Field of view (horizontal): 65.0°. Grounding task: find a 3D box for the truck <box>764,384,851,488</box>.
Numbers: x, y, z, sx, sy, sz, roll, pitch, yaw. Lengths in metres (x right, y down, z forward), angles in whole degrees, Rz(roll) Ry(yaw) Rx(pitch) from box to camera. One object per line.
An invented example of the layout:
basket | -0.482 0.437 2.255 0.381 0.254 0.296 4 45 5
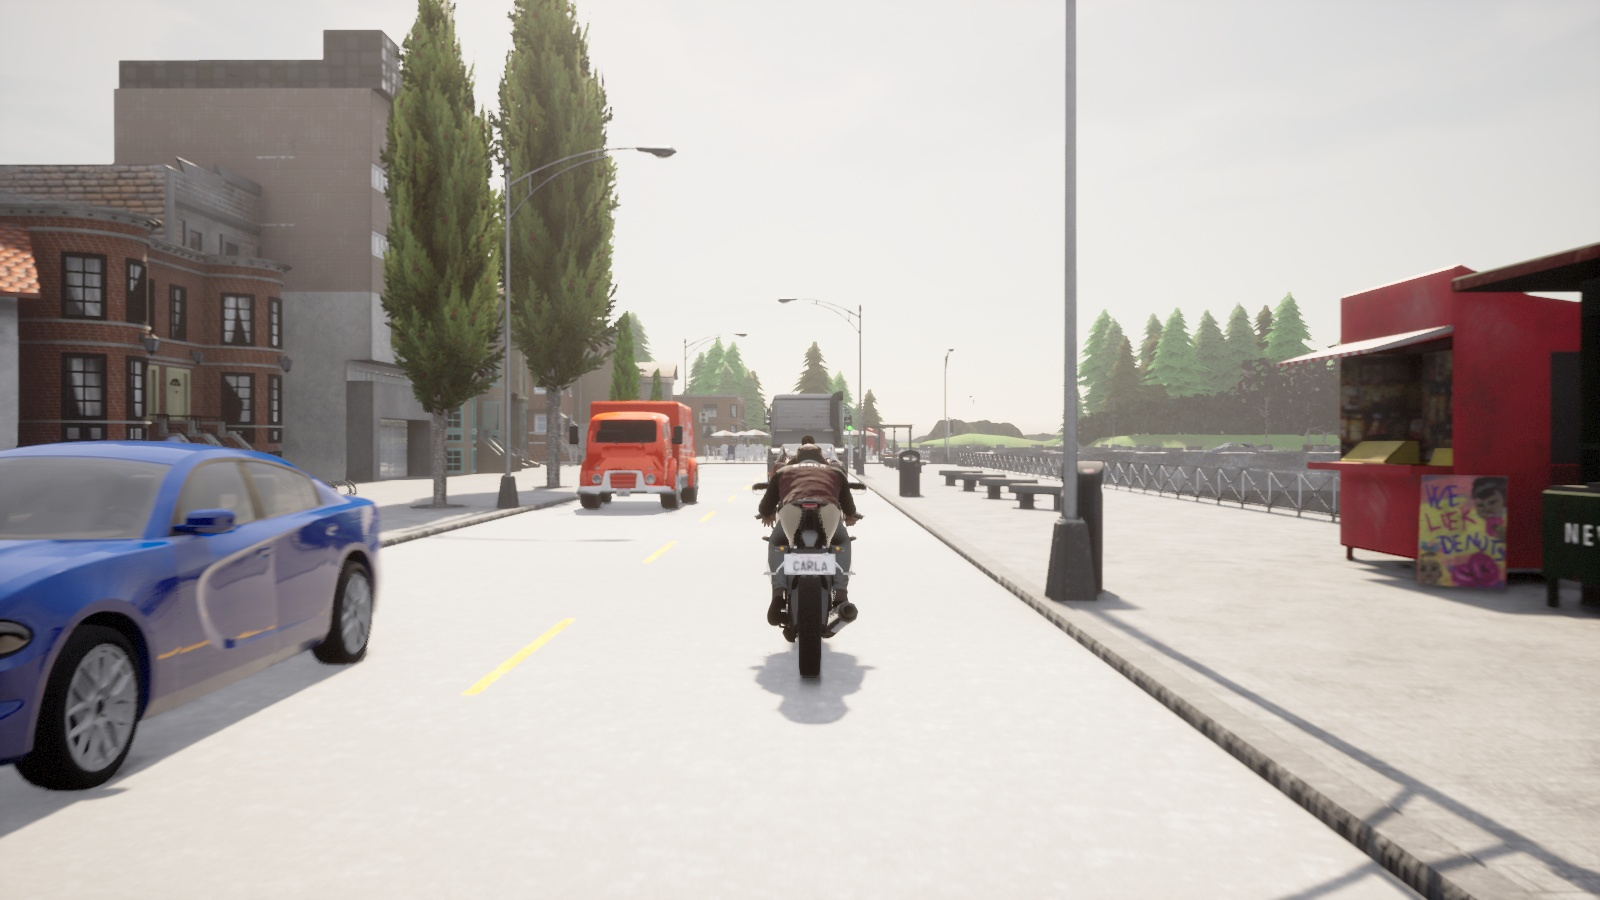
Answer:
truck | 0.271 -0.494 45.839 2.891 3.462 7.936 0 0 0

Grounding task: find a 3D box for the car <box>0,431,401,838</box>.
car | -3.947 0.682 6.914 1.882 1.535 5.008 0 0 0

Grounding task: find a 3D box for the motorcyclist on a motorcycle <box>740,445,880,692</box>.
motorcyclist on a motorcycle | 0.066 0.731 8.887 0.866 1.530 2.191 0 0 0

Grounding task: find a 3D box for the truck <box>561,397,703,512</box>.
truck | -3.820 0.090 29.643 2.627 2.467 5.204 0 0 0

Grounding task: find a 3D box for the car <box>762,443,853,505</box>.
car | 0.195 0.563 32.495 2.163 1.488 4.792 0 0 0

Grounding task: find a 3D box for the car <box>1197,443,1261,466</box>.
car | 28.931 0.306 84.764 3.633 1.501 1.845 0 0 0
